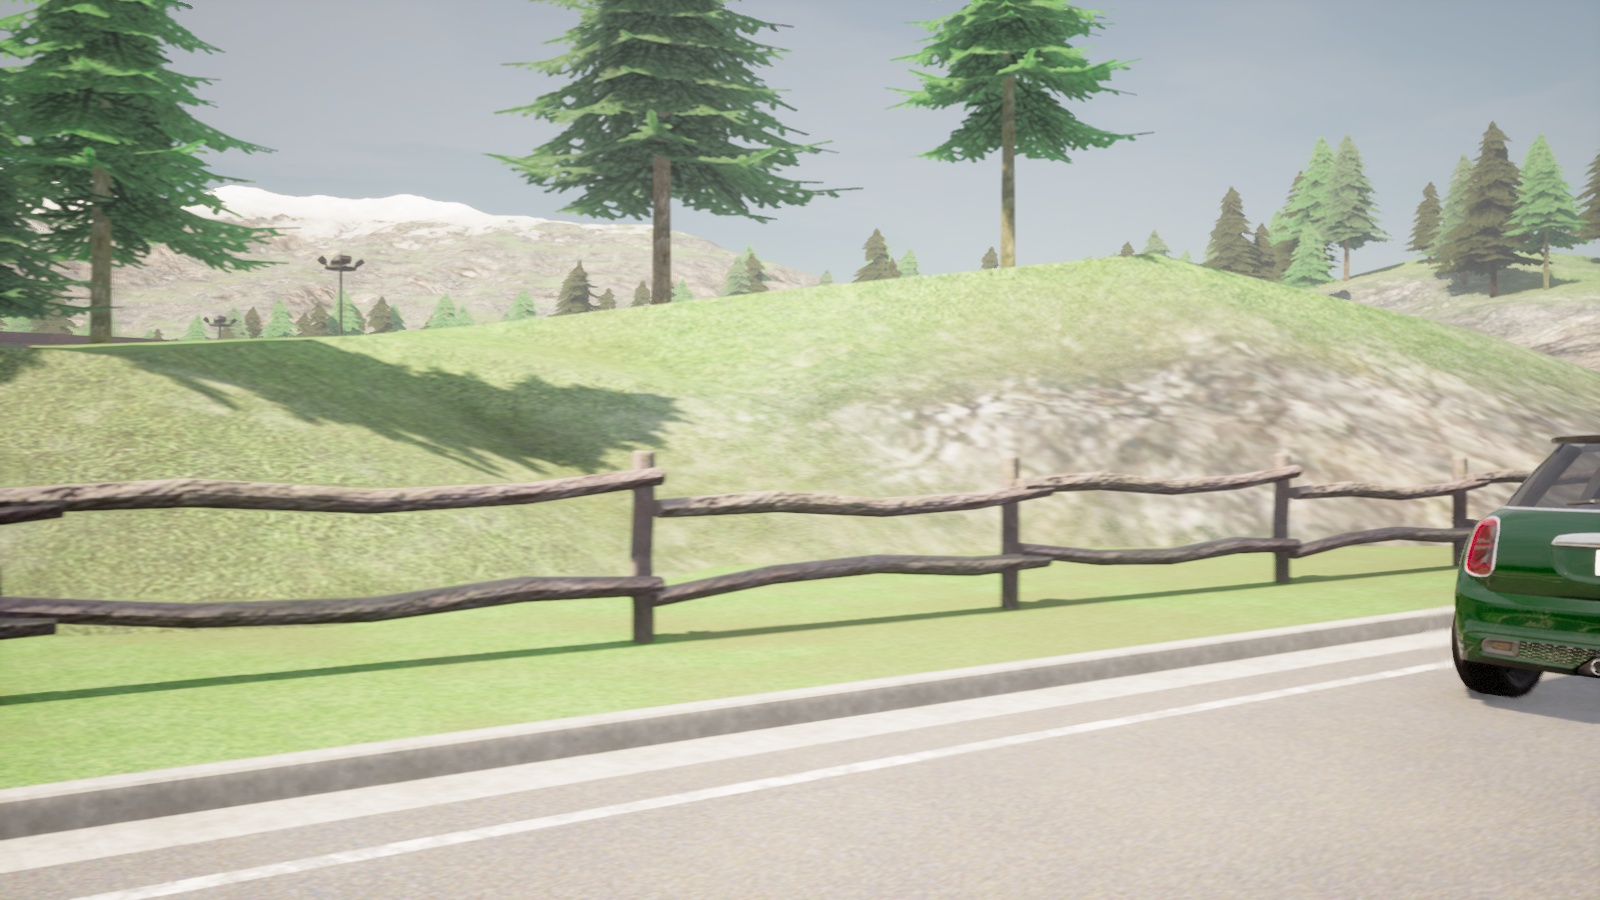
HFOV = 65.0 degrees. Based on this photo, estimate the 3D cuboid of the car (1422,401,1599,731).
[{"bbox_3d":[6.199,0.624,7.973,4.553,1.767,2.097,0,0,-35],"label":"car"}]
